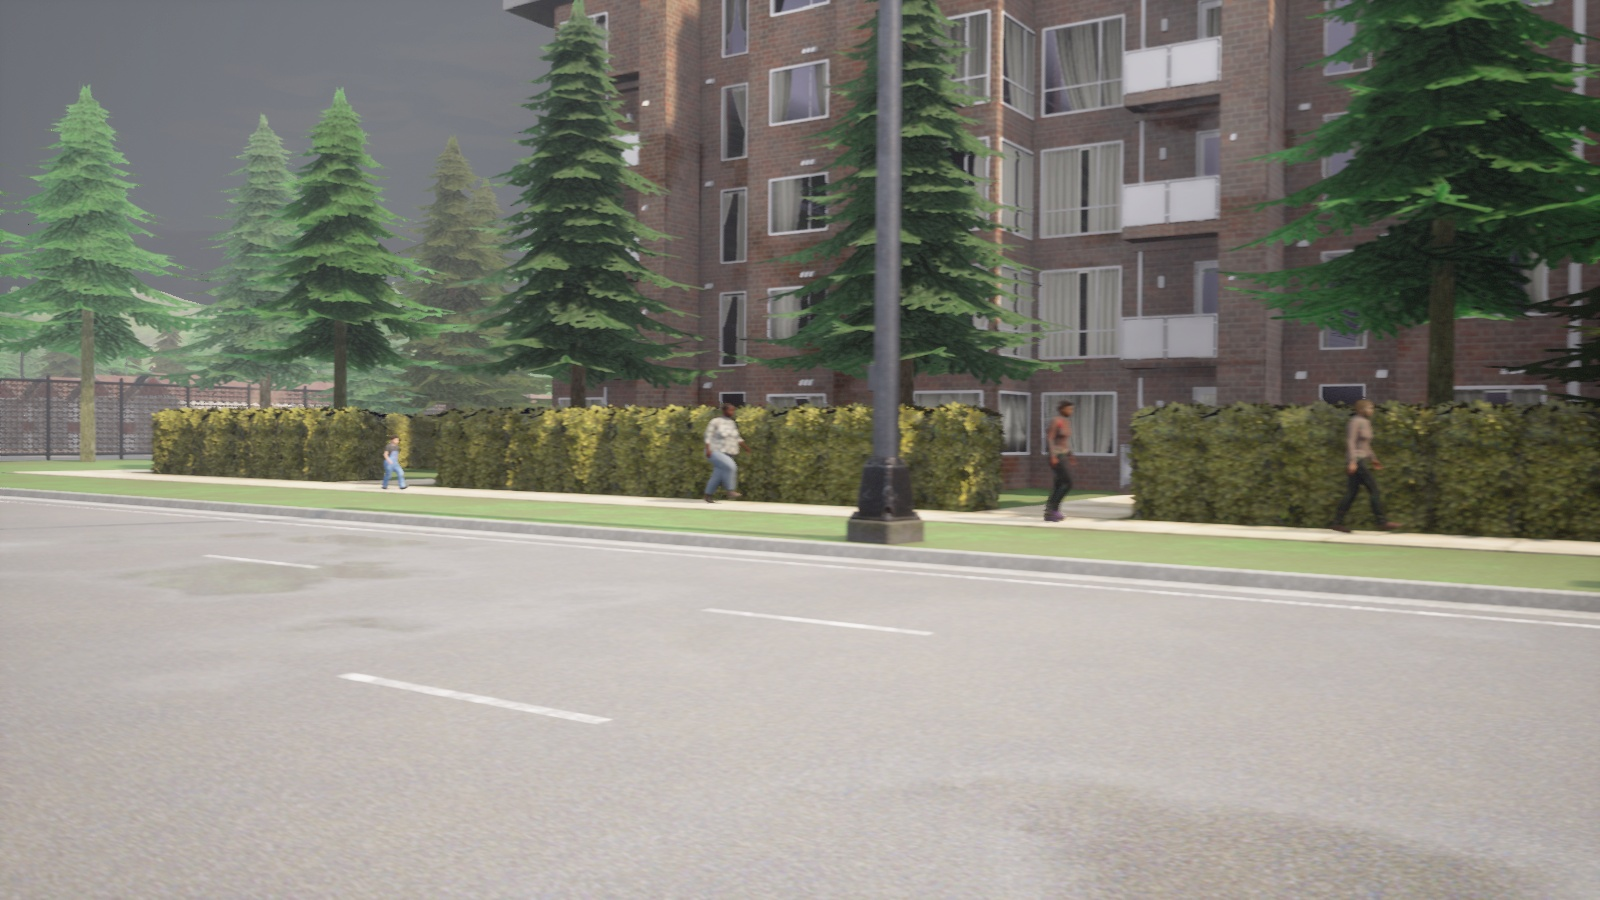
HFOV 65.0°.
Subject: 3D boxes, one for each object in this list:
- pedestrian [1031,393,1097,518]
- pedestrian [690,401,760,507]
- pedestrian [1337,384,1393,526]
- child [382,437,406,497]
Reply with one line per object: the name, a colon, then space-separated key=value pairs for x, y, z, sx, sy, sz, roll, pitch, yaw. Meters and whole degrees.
pedestrian: x=3.885 y=0.073 z=18.493 sx=0.869 sy=1.805 sz=0.328 roll=0 pitch=1 yaw=35
pedestrian: x=-1.344 y=0.064 z=22.603 sx=0.900 sy=1.855 sz=0.874 roll=0 pitch=1 yaw=34
pedestrian: x=7.515 y=0.064 z=16.707 sx=0.634 sy=1.846 sz=0.331 roll=0 pitch=1 yaw=34
child: x=-8.662 y=0.353 z=26.801 sx=0.437 sy=1.263 sz=0.270 roll=0 pitch=1 yaw=34
